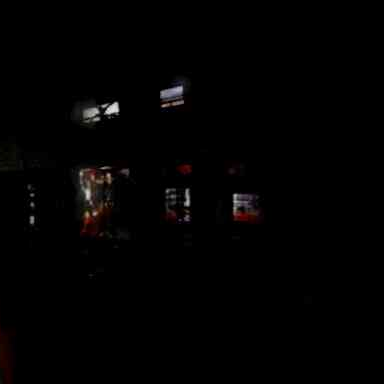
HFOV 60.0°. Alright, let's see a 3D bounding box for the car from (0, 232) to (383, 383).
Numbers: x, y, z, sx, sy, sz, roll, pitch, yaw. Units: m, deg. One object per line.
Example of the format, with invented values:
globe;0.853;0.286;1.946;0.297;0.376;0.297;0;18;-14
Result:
car;-0.085;1.309;2.943;5.009;1.841;2.192;0;0;35
